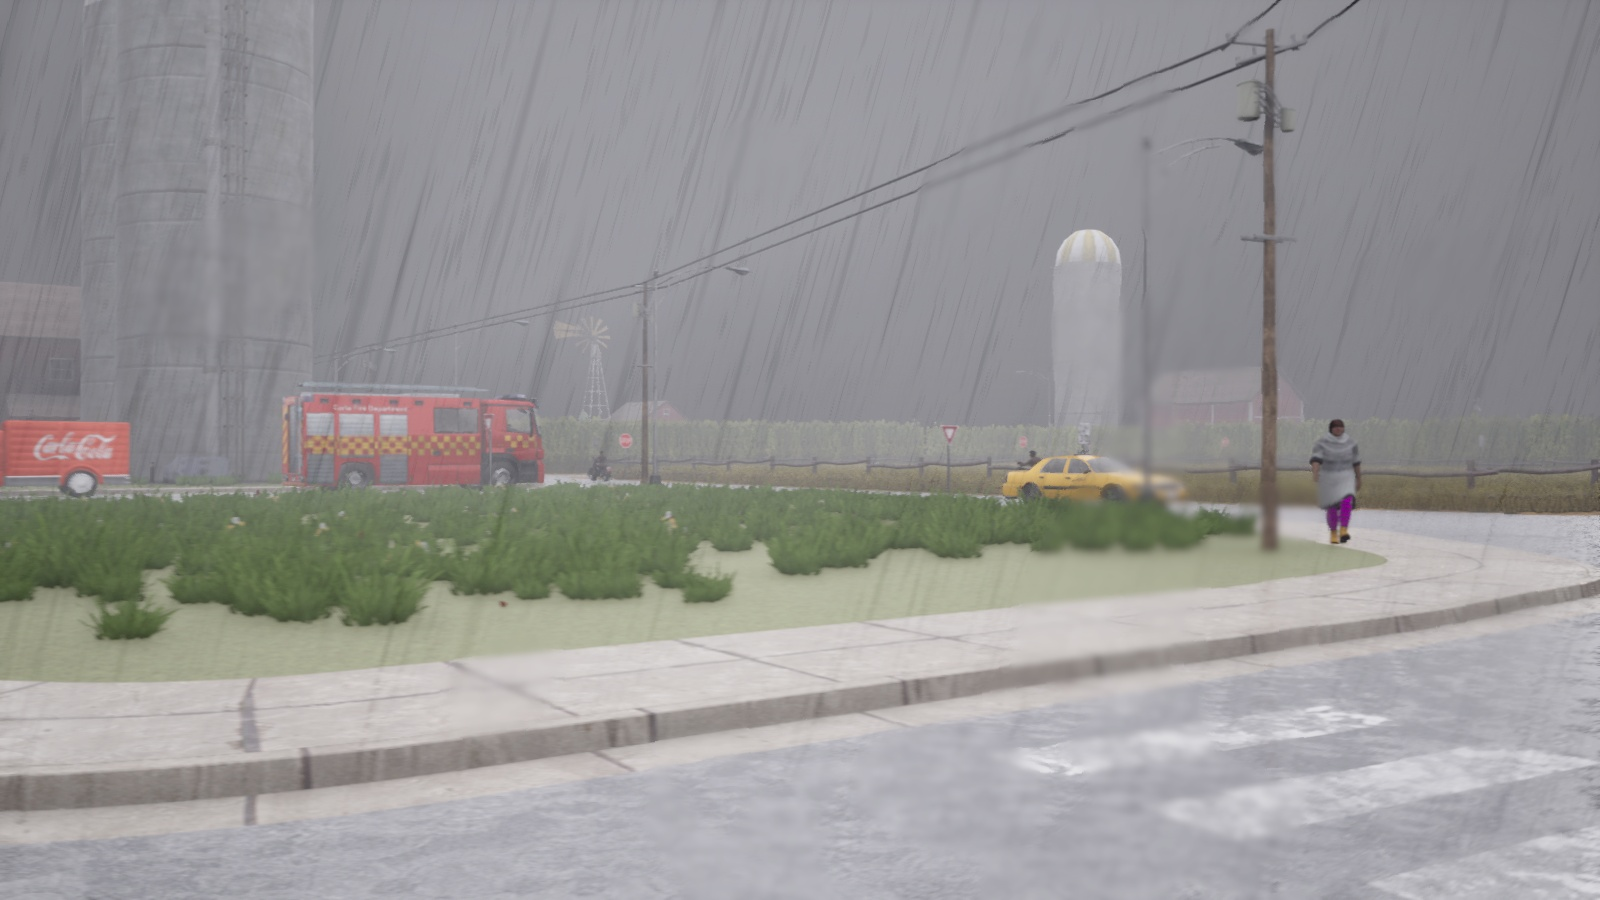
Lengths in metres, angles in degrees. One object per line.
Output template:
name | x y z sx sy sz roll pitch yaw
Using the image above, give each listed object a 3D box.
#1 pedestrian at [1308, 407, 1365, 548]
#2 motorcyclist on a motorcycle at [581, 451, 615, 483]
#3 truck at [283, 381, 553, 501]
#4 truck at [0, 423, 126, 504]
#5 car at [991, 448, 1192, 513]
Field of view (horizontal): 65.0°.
pedestrian | 7.610 0.381 17.841 0.659 1.952 0.873 0 0 17
motorcyclist on a motorcycle | -10.562 0.878 65.618 0.766 1.649 2.350 0 0 -35
truck | -13.110 -0.284 43.587 8.468 3.827 2.891 0 0 -36
truck | -24.460 0.407 39.767 5.204 2.467 2.627 0 0 -36
car | 7.589 0.749 33.297 1.801 1.575 5.366 0 0 -35
